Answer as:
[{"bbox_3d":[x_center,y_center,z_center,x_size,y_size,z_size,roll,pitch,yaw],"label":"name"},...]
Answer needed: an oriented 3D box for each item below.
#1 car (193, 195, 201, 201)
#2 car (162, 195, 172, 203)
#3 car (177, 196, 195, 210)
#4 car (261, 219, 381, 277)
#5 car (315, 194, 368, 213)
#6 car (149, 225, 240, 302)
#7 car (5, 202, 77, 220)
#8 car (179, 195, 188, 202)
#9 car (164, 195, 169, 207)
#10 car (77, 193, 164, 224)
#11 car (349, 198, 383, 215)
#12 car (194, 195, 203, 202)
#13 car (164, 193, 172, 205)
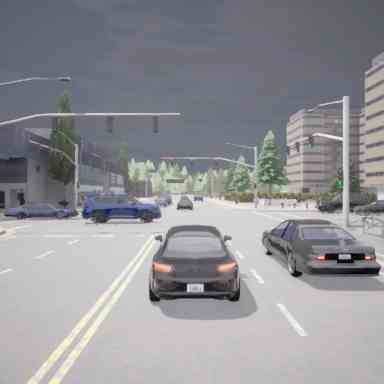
[{"bbox_3d":[1.305,1.500,88.787,1.837,1.490,4.892,0,0,-1],"label":"car"},{"bbox_3d":[-5.217,1.500,70.172,1.837,1.490,4.892,0,0,-1],"label":"car"},{"bbox_3d":[-0.964,1.564,43.927,1.994,1.385,4.181,0,0,-1],"label":"car"},{"bbox_3d":[3.533,1.547,10.216,2.033,1.411,5.357,0,0,0],"label":"car"},{"bbox_3d":[16.285,1.222,35.943,5.566,2.045,2.150,0,0,-2],"label":"car"},{"bbox_3d":[0.036,1.526,8.159,1.812,1.442,4.674,0,0,-1],"label":"car"},{"bbox_3d":[-12.356,1.547,27.543,5.357,1.411,2.033,0,0,-8],"label":"car"},{"bbox_3d":[-1.941,1.537,78.885,2.033,1.411,5.357,0,0,-1],"label":"car"},{"bbox_3d":[-4.781,1.526,50.385,1.812,1.442,4.674,0,0,-2],"label":"car"},{"bbox_3d":[-5.047,1.221,24.138,5.566,2.045,2.150,0,0,-4],"label":"car"},{"bbox_3d":[18.221,1.526,32.475,4.674,1.442,1.812,0,0,-2],"label":"car"},{"bbox_3d":[1.567,1.478,78.649,1.882,1.535,5.008,0,0,-1],"label":"car"},{"bbox_3d":[-5.018,1.221,59.812,2.150,2.045,5.566,0,0,-1],"label":"car"}]
